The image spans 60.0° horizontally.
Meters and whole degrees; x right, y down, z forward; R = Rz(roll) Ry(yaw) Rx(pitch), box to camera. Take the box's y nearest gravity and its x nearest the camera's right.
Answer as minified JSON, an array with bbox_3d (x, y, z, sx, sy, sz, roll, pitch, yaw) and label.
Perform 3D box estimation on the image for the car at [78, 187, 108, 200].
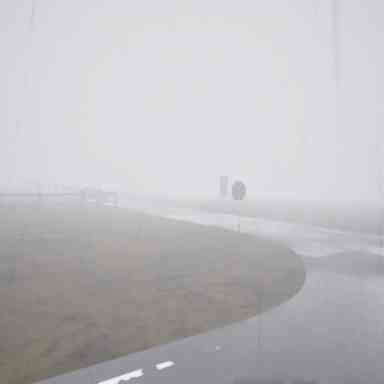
[{"bbox_3d":[-11.195,0.114,37.377,2.033,1.411,5.357,2,1,-36],"label":"car"}]
